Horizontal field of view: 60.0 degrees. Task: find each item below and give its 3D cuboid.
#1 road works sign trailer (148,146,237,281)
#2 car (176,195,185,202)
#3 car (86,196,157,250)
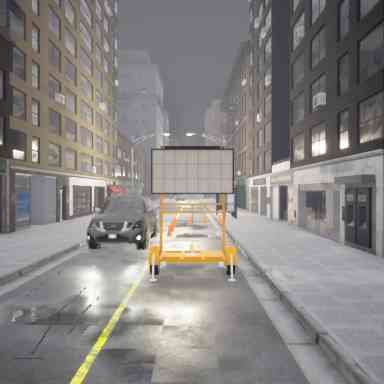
[{"bbox_3d":[0.015,0.463,9.795,2.380,3.560,2.880,0,0,0],"label":"road works sign trailer"},{"bbox_3d":[-2.642,1.470,74.570,1.812,1.442,4.674,0,0,0],"label":"car"},{"bbox_3d":[-2.830,1.218,14.610,2.150,2.045,5.566,0,0,0],"label":"car"}]
